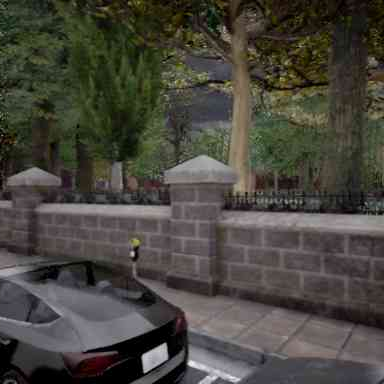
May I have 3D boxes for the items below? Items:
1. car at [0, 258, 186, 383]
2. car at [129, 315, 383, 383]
[{"bbox_3d":[-2.026,1.548,4.282,4.313,1.339,1.947,0,-1,36],"label":"car"},{"bbox_3d":[2.029,1.558,1.376,4.403,1.369,2.008,0,-1,36],"label":"car"}]
